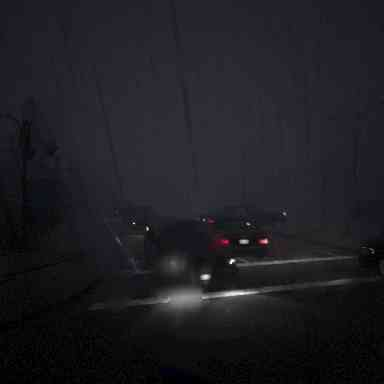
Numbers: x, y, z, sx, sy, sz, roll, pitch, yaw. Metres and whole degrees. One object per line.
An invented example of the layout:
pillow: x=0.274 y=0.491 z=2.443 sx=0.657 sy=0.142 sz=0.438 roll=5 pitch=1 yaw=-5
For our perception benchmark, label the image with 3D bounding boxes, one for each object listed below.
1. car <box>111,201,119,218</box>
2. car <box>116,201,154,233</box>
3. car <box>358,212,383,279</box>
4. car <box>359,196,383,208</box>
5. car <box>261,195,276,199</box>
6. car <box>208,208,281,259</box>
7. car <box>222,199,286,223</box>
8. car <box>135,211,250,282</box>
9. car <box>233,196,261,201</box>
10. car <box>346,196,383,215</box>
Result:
car: x=-6.313 y=1.516 z=30.111 sx=2.033 sy=1.411 sz=5.357 roll=0 pitch=0 yaw=-17
car: x=-3.127 y=1.529 z=19.967 sx=2.033 sy=1.411 sz=5.357 roll=0 pitch=0 yaw=-17
car: x=6.785 y=1.475 z=7.997 sx=5.008 sy=1.535 sz=1.882 roll=0 pitch=0 yaw=36
car: x=23.819 y=1.273 z=43.279 sx=1.845 sy=1.501 sz=3.633 roll=0 pitch=0 yaw=-17
car: x=10.252 y=1.277 z=47.171 sx=2.152 sy=1.636 sz=5.027 roll=0 pitch=0 yaw=-17
car: x=1.404 y=1.540 z=12.502 sx=2.033 sy=1.411 sz=5.357 roll=0 pitch=0 yaw=-4
car: x=2.912 y=1.467 z=19.455 sx=5.357 sy=1.411 sz=2.033 roll=-3 pitch=2 yaw=-26
car: x=-0.368 y=1.543 z=10.140 sx=2.033 sy=1.411 sz=5.357 roll=0 pitch=0 yaw=-15
car: x=7.266 y=1.287 z=46.207 sx=2.007 sy=1.523 sz=4.514 roll=0 pitch=0 yaw=-17
car: x=15.546 y=1.355 z=29.271 sx=1.970 sy=1.475 sz=3.806 roll=0 pitch=0 yaw=-17
